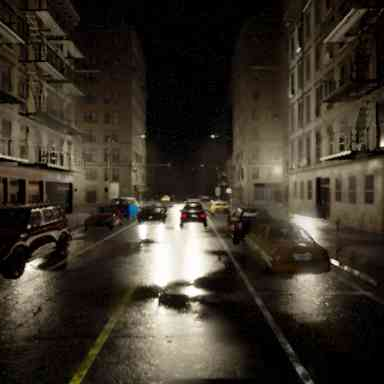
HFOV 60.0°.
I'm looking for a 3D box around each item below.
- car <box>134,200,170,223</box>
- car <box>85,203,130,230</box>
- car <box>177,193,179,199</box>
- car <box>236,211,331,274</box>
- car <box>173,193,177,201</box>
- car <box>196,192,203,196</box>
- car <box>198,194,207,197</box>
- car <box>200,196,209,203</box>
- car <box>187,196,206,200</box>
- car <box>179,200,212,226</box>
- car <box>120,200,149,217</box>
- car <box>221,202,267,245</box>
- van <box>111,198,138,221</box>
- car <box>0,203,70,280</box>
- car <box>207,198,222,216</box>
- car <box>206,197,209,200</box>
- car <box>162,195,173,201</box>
[{"bbox_3d":[-2.855,1.557,24.991,1.994,1.385,4.181,0,0,0],"label":"car"},{"bbox_3d":[-5.403,1.576,20.964,1.802,1.307,4.206,0,0,0],"label":"car"},{"bbox_3d":[-5.435,1.524,92.465,2.008,1.369,4.403,0,0,0],"label":"car"},{"bbox_3d":[2.659,1.523,10.327,1.752,1.417,4.829,0,0,0],"label":"car"},{"bbox_3d":[-5.429,1.544,81.102,1.947,1.339,4.313,0,0,0],"label":"car"},{"bbox_3d":[2.593,1.416,86.790,1.967,1.590,4.097,0,0,0],"label":"car"},{"bbox_3d":[2.604,1.536,64.064,2.008,1.369,4.403,0,0,0],"label":"car"},{"bbox_3d":[2.601,1.565,69.745,1.802,1.307,4.206,0,0,0],"label":"car"},{"bbox_3d":[0.092,1.482,37.075,2.128,1.511,4.902,0,0,-2],"label":"car"},{"bbox_3d":[0.085,1.541,23.314,2.033,1.411,5.357,0,0,0],"label":"car"},{"bbox_3d":[-5.406,1.543,31.776,2.008,1.369,4.403,0,0,0],"label":"car"},{"bbox_3d":[2.651,1.436,15.563,1.967,1.590,4.097,0,0,0],"label":"car"},{"bbox_3d":[-5.405,1.334,26.370,1.690,1.788,3.998,0,0,0],"label":"van"},{"bbox_3d":[-5.401,1.312,10.151,2.192,1.841,5.009,0,0,0],"label":"car"},{"bbox_3d":[2.628,1.517,31.951,1.752,1.417,4.829,0,0,0],"label":"car"},{"bbox_3d":[2.620,1.542,37.188,2.008,1.369,4.403,0,0,0],"label":"car"},{"bbox_3d":[-5.424,1.508,69.570,1.752,1.417,4.829,0,0,0],"label":"car"}]
